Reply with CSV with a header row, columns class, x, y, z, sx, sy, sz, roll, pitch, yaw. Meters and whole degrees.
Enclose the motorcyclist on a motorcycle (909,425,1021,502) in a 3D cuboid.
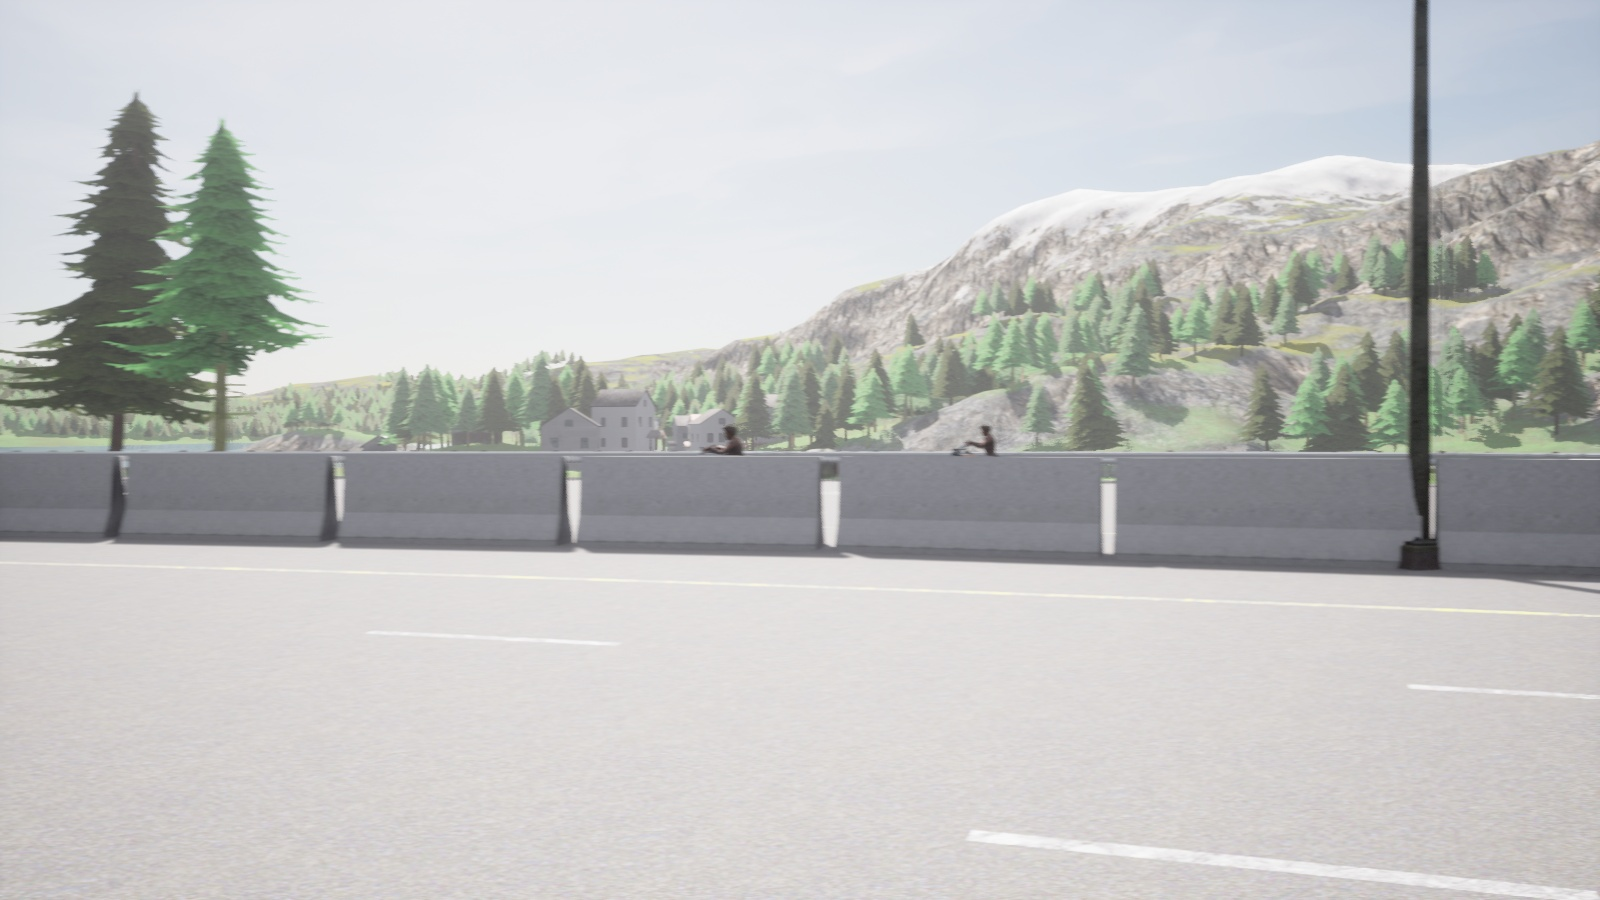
class,x,y,z,sx,sy,sz,roll,pitch,yaw
motorcyclist on a motorcycle,3.635,0.271,27.708,2.350,1.649,0.766,0,2,17
